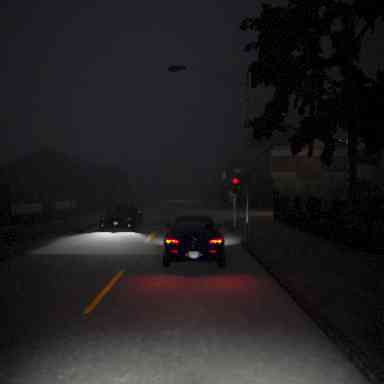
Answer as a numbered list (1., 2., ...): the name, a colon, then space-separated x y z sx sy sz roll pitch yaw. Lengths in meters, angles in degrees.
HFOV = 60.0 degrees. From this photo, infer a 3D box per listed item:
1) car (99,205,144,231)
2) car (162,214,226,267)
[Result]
1. car: -4.045 1.466 19.655 1.994 1.385 4.181 0 0 0
2. car: 0.066 1.469 11.087 1.812 1.442 4.674 0 0 0
